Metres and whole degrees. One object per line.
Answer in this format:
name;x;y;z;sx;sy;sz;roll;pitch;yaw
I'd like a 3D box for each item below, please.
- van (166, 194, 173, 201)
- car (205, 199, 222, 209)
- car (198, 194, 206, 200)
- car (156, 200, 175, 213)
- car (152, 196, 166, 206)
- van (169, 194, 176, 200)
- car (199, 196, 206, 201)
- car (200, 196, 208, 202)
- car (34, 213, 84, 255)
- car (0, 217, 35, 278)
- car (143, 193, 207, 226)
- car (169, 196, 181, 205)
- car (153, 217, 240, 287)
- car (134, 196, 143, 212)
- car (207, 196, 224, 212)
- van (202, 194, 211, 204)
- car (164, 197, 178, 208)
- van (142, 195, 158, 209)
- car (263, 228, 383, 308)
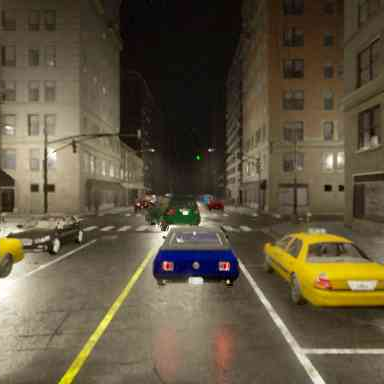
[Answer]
van;-5.638;1.415;84.033;1.690;1.788;3.998;0;0;0
car;2.874;1.602;45.519;1.947;1.339;4.313;0;0;0
car;2.892;1.401;95.031;2.192;1.841;5.009;0;0;0
car;-3.085;1.631;39.210;1.895;1.301;4.718;0;0;0
car;-5.648;1.487;56.525;1.967;1.590;4.097;0;0;0
van;-5.634;1.427;95.035;1.690;1.788;3.998;0;0;0
car;2.891;1.661;89.530;1.802;1.307;4.206;0;0;0
car;2.886;1.650;78.527;1.802;1.307;4.206;0;0;0
car;-5.664;1.559;13.247;2.008;1.369;4.403;0;0;0
car;-5.666;1.530;7.552;1.752;1.417;4.829;0;0;0
car;-1.290;1.235;20.862;2.150;2.045;5.566;0;0;-20
car;-3.038;1.528;59.749;1.882;1.535;5.008;0;0;0
car;0.093;1.606;9.309;1.895;1.301;4.718;0;0;0
car;-5.655;1.346;40.022;2.192;1.841;5.009;0;0;0
car;2.871;1.575;40.017;1.887;1.381;4.507;0;0;0
van;2.881;1.398;67.525;1.690;1.788;3.998;0;0;0
car;-3.073;1.518;49.601;1.882;1.535;5.008;0;0;0
van;-5.653;1.377;45.523;1.690;1.788;3.998;0;0;0
car;2.859;1.529;7.888;1.752;1.417;4.829;0;0;0
